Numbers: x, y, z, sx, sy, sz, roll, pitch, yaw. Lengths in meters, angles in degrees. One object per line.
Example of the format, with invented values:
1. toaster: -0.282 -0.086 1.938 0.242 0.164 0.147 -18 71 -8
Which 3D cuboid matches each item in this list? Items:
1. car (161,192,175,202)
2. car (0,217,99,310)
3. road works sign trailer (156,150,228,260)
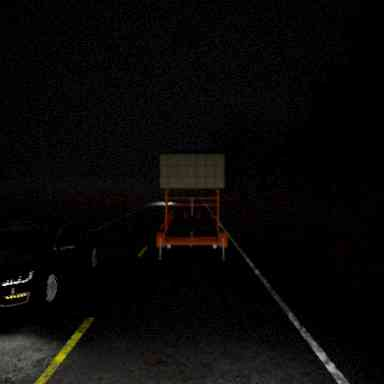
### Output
1. car: -3.600 0.698 49.630 2.128 1.511 4.902 0 1 0
2. car: -3.601 1.421 7.842 1.837 1.490 4.892 0 1 0
3. road works sign trailer: 0.009 0.331 11.842 2.380 3.560 2.880 0 1 1
